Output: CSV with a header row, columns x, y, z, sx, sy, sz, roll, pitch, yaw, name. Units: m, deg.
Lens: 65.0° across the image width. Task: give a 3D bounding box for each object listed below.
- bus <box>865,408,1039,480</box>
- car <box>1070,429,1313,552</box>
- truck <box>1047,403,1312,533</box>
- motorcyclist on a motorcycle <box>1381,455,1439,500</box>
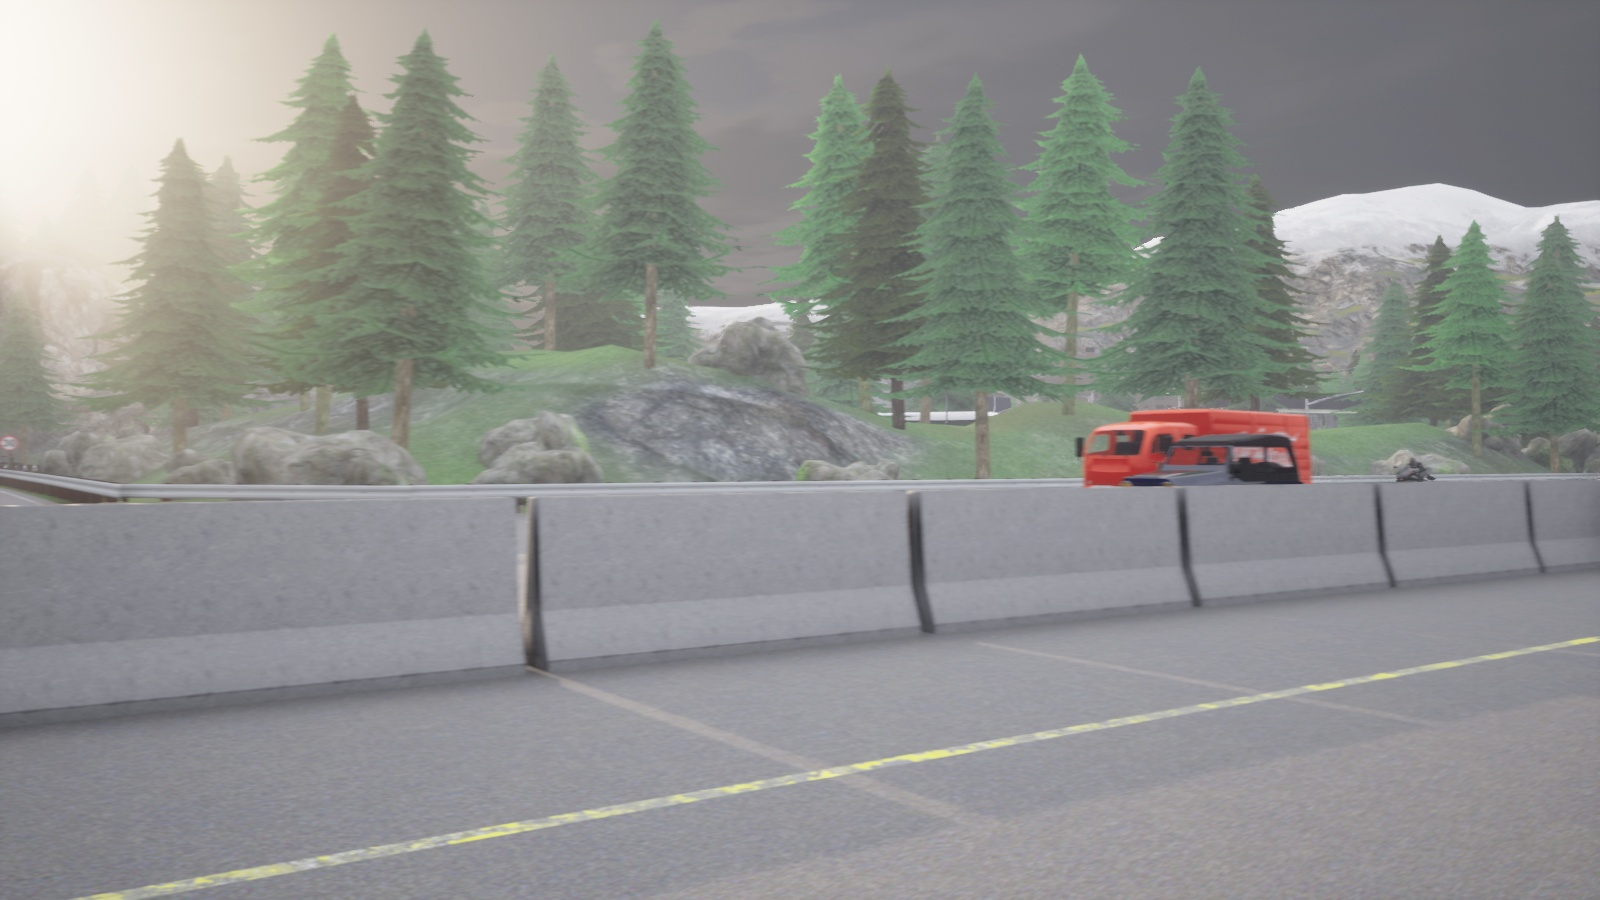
x,y,z,sx,sy,sz,roll,pitch,yaw,name
9.502,-0.340,79.453,10.273,4.253,3.944,0,0,34,bus
6.584,0.622,21.023,3.866,1.878,1.905,0,0,-35,car
7.966,0.364,26.237,5.204,2.467,2.627,1,0,-35,truck
21.379,0.950,44.026,2.191,1.530,0.866,0,0,-35,motorcyclist on a motorcycle
